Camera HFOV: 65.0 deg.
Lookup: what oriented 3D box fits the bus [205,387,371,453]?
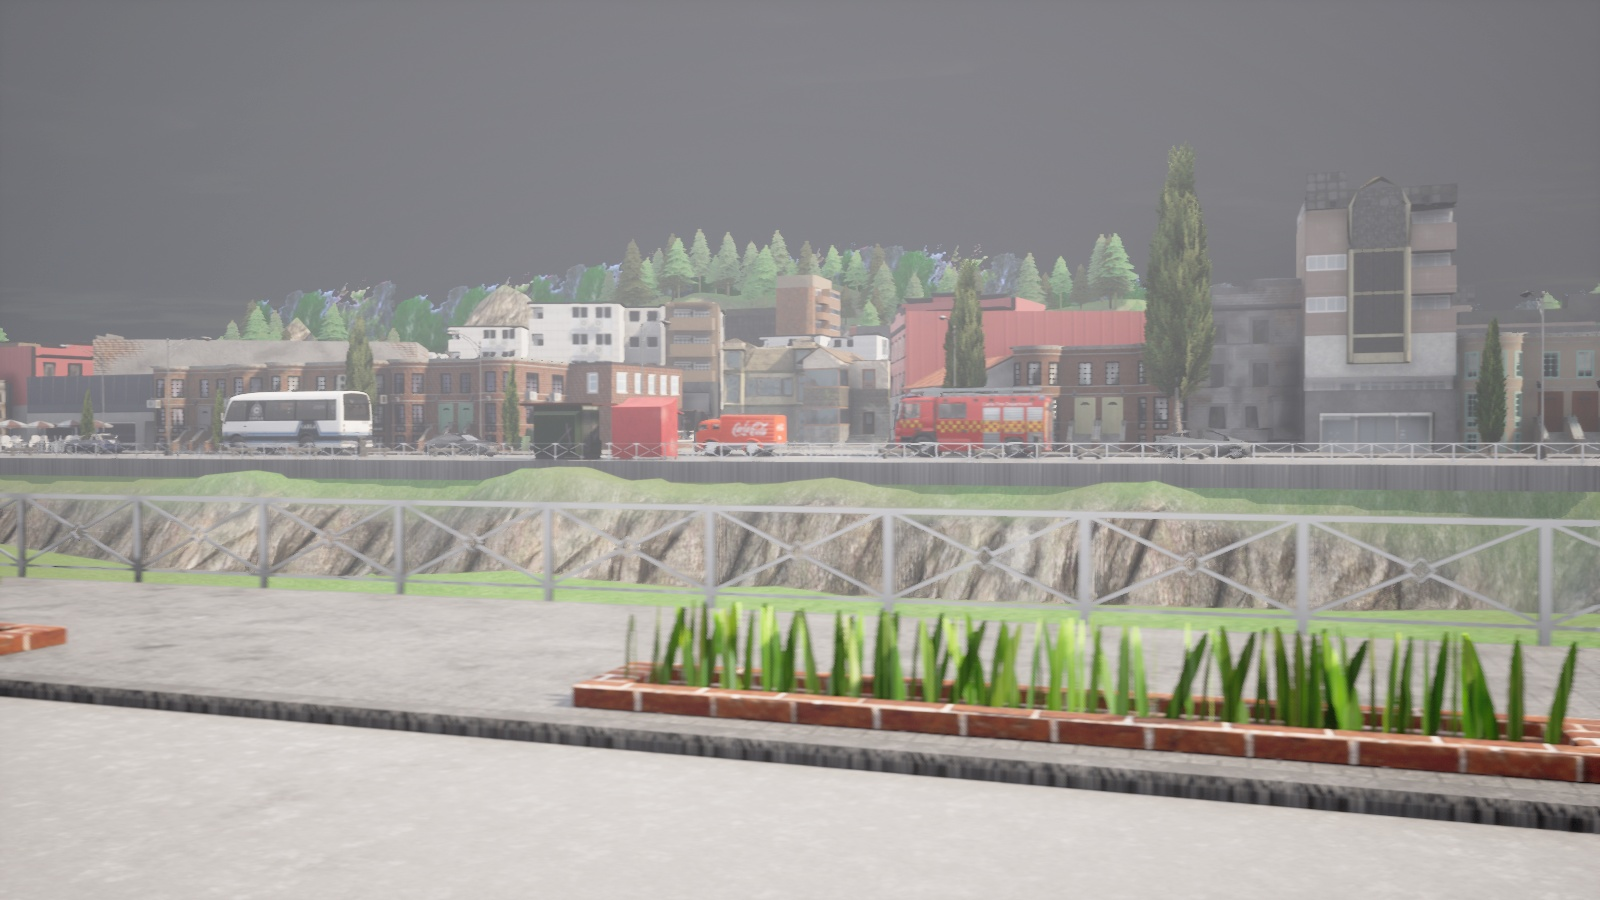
[{"bbox_3d":[-34.483,-2.035,84.611,10.273,4.253,3.944,1,1,19],"label":"bus"}]

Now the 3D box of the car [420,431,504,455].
[{"bbox_3d":[-20.356,-0.436,75.665,4.674,1.442,1.812,1,1,19],"label":"car"}]

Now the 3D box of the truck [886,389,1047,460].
[{"bbox_3d":[9.277,-1.423,69.906,8.468,3.827,2.891,1,1,19],"label":"truck"}]

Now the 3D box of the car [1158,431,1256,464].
[{"bbox_3d":[20.085,-0.145,62.071,4.514,1.525,2.007,1,1,19],"label":"car"}]

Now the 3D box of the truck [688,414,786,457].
[{"bbox_3d":[-3.708,-0.864,74.281,5.204,2.467,2.627,1,1,19],"label":"truck"}]
